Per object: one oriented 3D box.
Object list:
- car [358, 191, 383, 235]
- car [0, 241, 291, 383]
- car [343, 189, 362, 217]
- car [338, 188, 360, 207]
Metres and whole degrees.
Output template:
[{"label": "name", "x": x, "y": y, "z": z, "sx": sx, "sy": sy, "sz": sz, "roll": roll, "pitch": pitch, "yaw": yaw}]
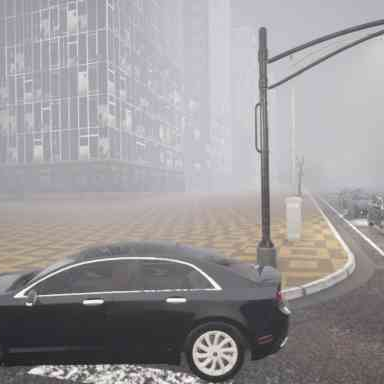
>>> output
[{"label": "car", "x": 8.937, "y": 0.928, "z": 14.456, "sx": 2.128, "sy": 1.511, "sz": 4.902, "roll": -1, "pitch": 2, "yaw": 18}, {"label": "car", "x": -1.121, "y": 1.505, "z": 4.786, "sx": 4.892, "sy": 1.490, "sz": 1.837, "roll": 0, "pitch": 0, "yaw": 0}, {"label": "car", "x": 10.964, "y": 0.759, "z": 20.757, "sx": 1.994, "sy": 1.385, "sz": 4.181, "roll": -1, "pitch": 2, "yaw": 17}, {"label": "car", "x": 12.938, "y": 0.453, "z": 26.828, "sx": 2.128, "sy": 1.511, "sz": 4.902, "roll": -1, "pitch": 2, "yaw": 18}]
